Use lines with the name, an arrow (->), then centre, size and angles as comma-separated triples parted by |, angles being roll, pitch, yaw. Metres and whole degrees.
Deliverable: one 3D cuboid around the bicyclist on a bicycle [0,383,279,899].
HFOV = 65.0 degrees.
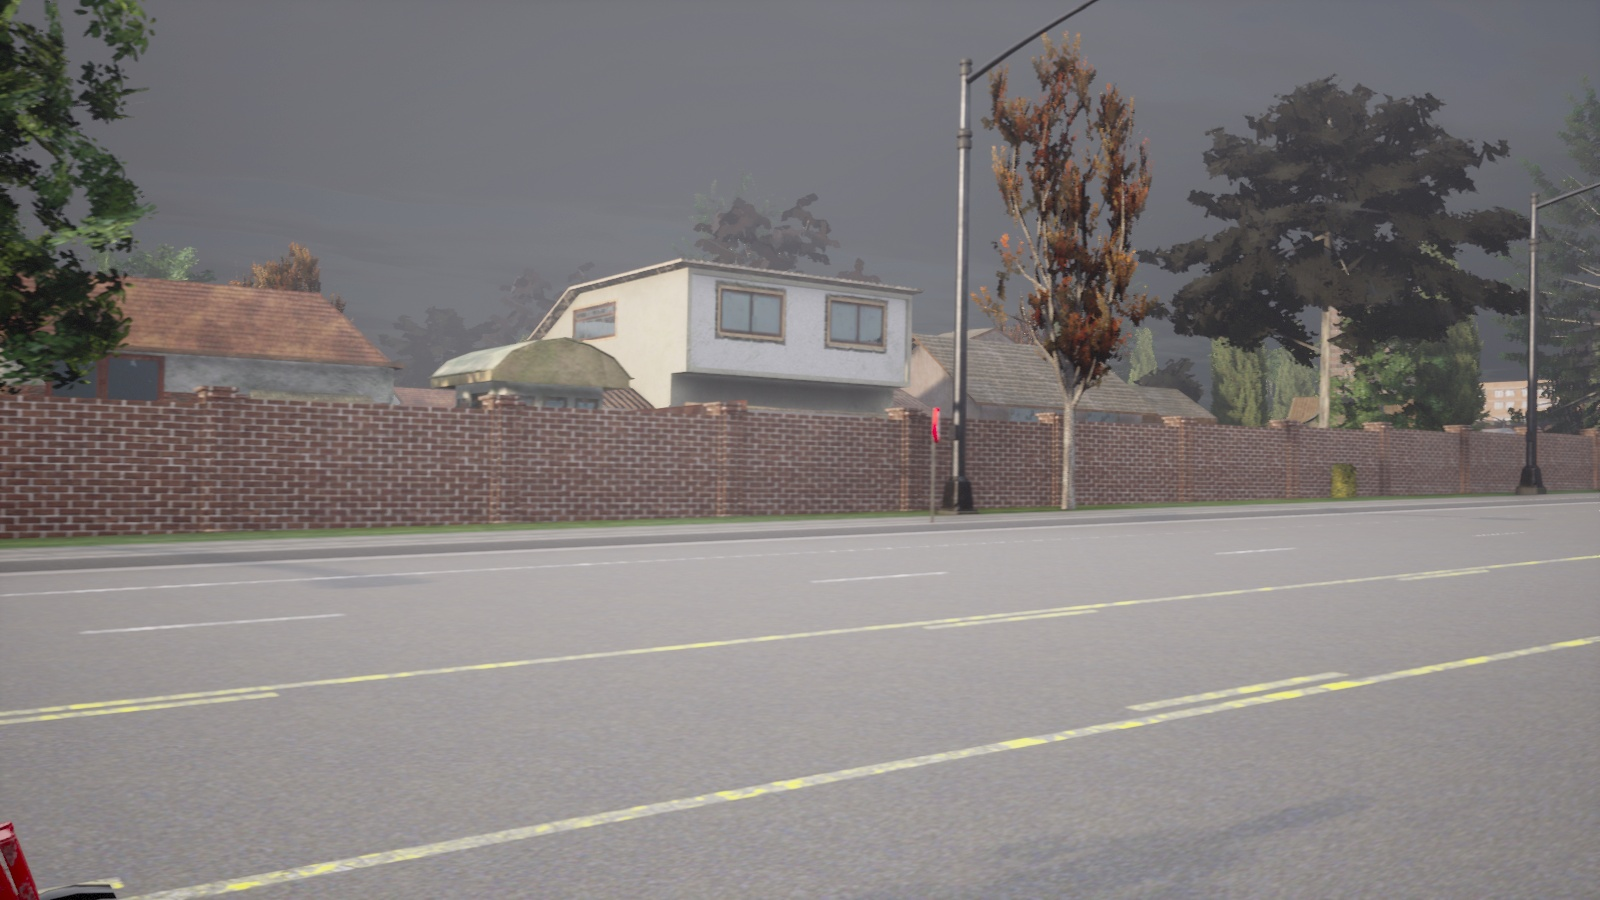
bicyclist on a bicycle -> -1.875, 0.691, 2.349 | 1.509, 1.612, 0.866 | 0, 0, -35
